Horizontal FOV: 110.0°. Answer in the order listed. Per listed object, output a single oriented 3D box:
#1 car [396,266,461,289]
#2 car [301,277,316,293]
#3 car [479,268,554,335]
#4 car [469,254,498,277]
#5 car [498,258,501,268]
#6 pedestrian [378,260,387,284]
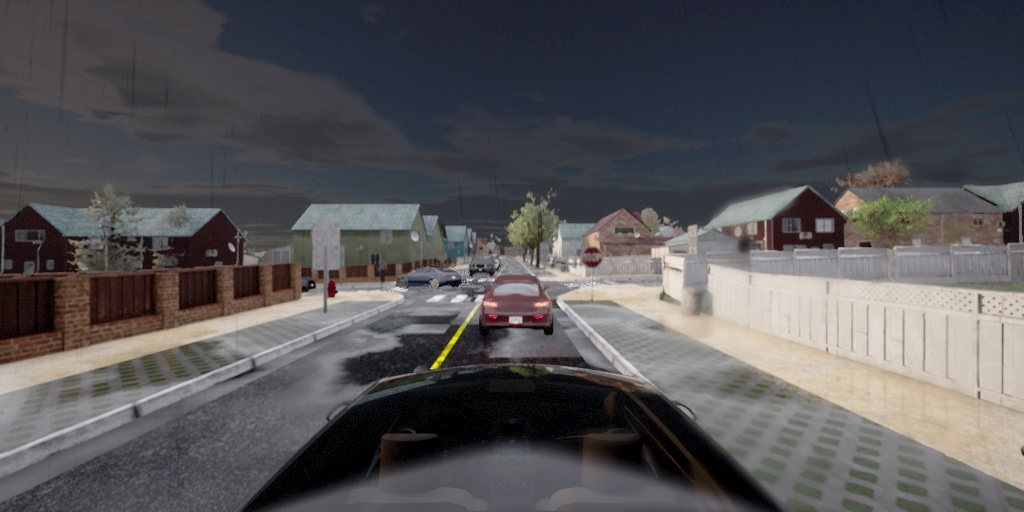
[{"bbox_3d":[-5.230,1.321,22.330,4.181,1.385,1.994,-3,-2,31],"label":"car"},{"bbox_3d":[-14.059,1.512,20.852,4.892,1.490,1.837,-2,-1,-1],"label":"car"},{"bbox_3d":[0.147,1.249,10.281,1.812,1.442,4.674,0,0,2],"label":"car"},{"bbox_3d":[-2.796,0.864,34.613,2.150,2.045,5.566,0,0,0],"label":"car"},{"bbox_3d":[-2.771,0.828,45.466,2.150,2.045,5.566,0,0,0],"label":"car"},{"bbox_3d":[-9.654,1.128,26.716,0.375,1.860,0.375,0,1,0],"label":"pedestrian"}]
